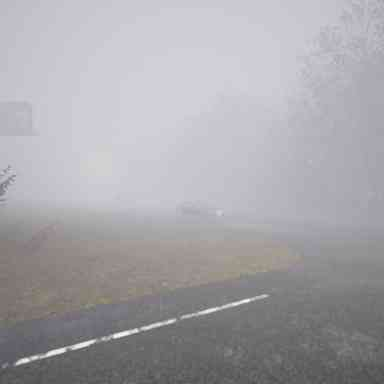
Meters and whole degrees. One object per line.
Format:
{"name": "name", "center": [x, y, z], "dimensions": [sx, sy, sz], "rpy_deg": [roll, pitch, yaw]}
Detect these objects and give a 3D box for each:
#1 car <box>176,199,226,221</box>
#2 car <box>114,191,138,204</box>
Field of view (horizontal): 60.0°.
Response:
{"name": "car", "center": [0.581, 1.341, 25.742], "dimensions": [2.128, 1.511, 4.902], "rpy_deg": [0, 0, -34]}
{"name": "car", "center": [-10.962, 0.872, 55.063], "dimensions": [2.150, 2.045, 5.566], "rpy_deg": [0, 0, -34]}
